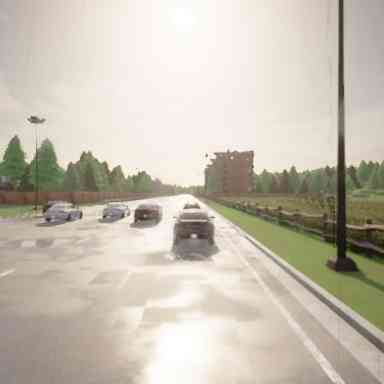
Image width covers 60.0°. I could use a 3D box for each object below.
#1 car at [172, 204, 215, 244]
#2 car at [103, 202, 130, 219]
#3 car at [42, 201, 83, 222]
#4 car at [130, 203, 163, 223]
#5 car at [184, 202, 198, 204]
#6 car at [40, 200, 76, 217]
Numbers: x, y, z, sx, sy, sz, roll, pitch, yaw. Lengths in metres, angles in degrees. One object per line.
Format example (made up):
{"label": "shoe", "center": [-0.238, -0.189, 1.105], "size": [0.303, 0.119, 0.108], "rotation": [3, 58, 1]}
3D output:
{"label": "car", "center": [0.085, 1.590, 16.368], "size": [1.837, 1.490, 4.892], "rotation": [0, 0, 0]}
{"label": "car", "center": [-6.973, 1.679, 30.857], "size": [1.812, 1.442, 4.674], "rotation": [0, 0, 0]}
{"label": "car", "center": [-10.455, 1.660, 27.335], "size": [1.812, 1.442, 4.674], "rotation": [0, 0, 0]}
{"label": "car", "center": [-3.451, 1.613, 26.893], "size": [1.882, 1.535, 5.008], "rotation": [0, 0, 0]}
{"label": "car", "center": [-0.004, 1.750, 37.048], "size": [1.994, 1.385, 4.181], "rotation": [0, 0, 0]}
{"label": "car", "center": [-13.995, 1.678, 34.995], "size": [1.837, 1.490, 4.892], "rotation": [0, 0, 0]}
